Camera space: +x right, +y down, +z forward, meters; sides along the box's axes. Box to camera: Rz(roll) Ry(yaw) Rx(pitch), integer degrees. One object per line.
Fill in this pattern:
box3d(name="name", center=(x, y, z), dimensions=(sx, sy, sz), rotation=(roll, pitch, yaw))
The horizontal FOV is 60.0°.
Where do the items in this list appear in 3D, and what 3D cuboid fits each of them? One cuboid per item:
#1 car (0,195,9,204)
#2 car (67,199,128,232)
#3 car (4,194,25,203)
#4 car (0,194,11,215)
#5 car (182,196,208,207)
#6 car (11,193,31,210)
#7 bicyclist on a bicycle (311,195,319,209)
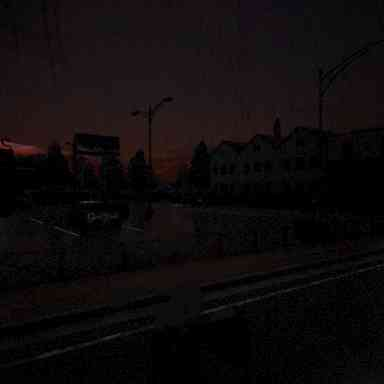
box3d(name="car", center=(-39.205, 1.495, 66.104), dimensions=(4.611, 1.667, 2.242), rotation=(0, 0, -36))
box3d(name="car", center=(-5.315, 1.248, 17.892), dimensions=(1.970, 1.475, 3.806), rotation=(0, 0, -36))
box3d(name="car", center=(-38.979, 1.328, 73.232), dimensions=(3.866, 1.878, 1.905), rotation=(0, 0, -36))
box3d(name="car", center=(-17.921, 1.113, 29.845), dimensions=(1.932, 1.855, 4.605), rotation=(0, 0, -36))
box3d(name="car", center=(0.443, 1.349, 48.858), dimensions=(1.812, 1.442, 4.674), rotation=(0, 0, -35))
box3d(name="car", center=(-19.835, 1.092, 38.155), dimensions=(1.905, 1.878, 3.866), rotation=(0, 0, -36))
box3d(name="bicyclist on a bicycle", center=(13.660, 1.124, 36.837), dimensions=(1.656, 1.620, 0.582), rotation=(0, 0, -35))
